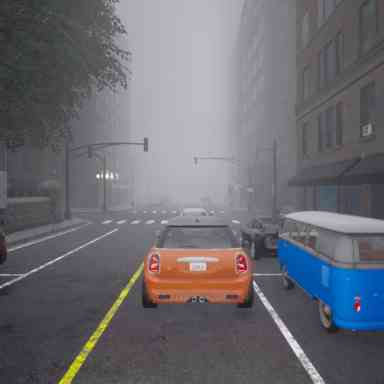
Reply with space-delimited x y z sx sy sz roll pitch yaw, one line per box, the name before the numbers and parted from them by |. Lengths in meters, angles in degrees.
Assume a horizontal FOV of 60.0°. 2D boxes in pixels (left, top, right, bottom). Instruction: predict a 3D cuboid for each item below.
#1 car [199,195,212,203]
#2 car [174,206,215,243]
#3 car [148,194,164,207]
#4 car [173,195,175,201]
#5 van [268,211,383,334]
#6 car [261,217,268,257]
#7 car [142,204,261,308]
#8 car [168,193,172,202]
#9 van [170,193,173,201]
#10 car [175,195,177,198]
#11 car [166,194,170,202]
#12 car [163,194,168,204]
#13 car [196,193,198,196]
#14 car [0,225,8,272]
car | 2.877 1.410 66.557 1.967 1.590 4.097 0 0 0
car | 0.107 1.521 17.075 1.812 1.442 4.674 0 0 0
car | -5.652 1.498 50.001 1.752 1.417 4.829 0 0 0
car | -5.643 1.523 77.425 2.008 1.369 4.403 0 0 0
van | 2.858 1.340 6.520 1.690 1.788 3.998 0 0 0
car | 2.860 1.563 12.180 1.947 1.339 4.313 0 0 0
car | 0.105 1.351 8.074 2.097 1.767 4.553 0 0 0
car | -5.647 1.515 66.524 1.887 1.381 4.507 0 0 0
van | -5.646 1.312 71.974 1.690 1.788 3.998 0 0 0
car | -5.642 1.290 82.876 2.192 1.841 5.009 0 0 0
car | -5.649 1.515 61.073 1.887 1.381 4.507 0 0 0
car | -5.650 1.522 55.622 2.008 1.369 4.403 0 0 0
car | 2.887 1.507 93.969 1.752 1.417 4.829 0 0 0
car | -5.667 1.314 6.482 2.192 1.841 5.009 0 0 0
